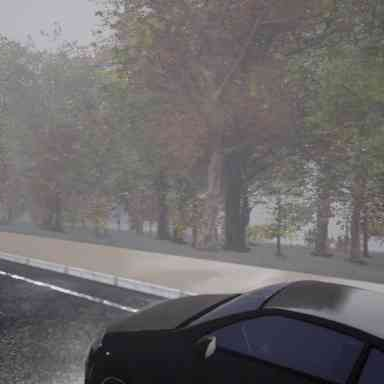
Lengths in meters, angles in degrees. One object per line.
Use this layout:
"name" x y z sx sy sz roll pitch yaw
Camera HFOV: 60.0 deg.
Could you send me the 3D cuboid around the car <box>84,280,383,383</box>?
"car" 0.929 1.567 3.022 4.181 1.385 1.994 0 0 35
